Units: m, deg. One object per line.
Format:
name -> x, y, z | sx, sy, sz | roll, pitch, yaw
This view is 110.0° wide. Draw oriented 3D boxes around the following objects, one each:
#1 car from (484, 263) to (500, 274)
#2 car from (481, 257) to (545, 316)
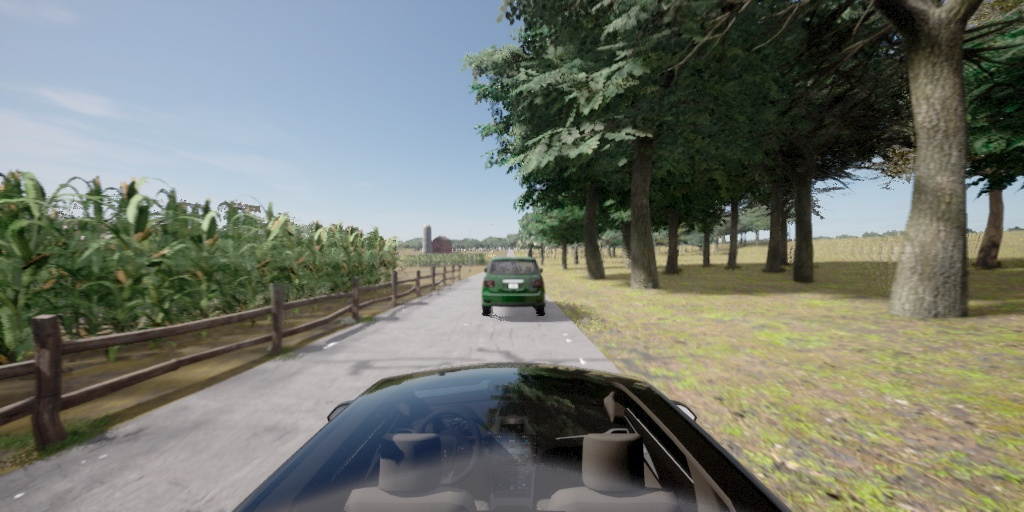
car -> -2.851, 1.785, 52.681 | 2.033, 1.411, 5.357 | 0, -1, 0
car -> 0.060, 1.044, 13.949 | 2.150, 2.045, 5.566 | 0, 0, 0
